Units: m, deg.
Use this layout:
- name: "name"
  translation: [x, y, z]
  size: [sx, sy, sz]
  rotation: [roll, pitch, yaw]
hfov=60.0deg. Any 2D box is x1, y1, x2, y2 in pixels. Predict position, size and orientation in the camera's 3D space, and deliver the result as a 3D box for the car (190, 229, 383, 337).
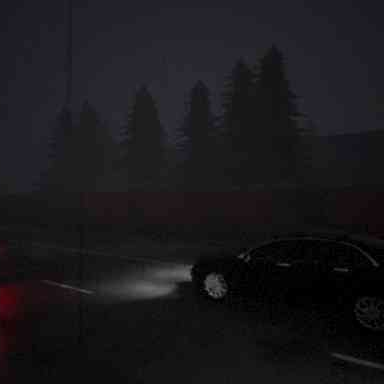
- name: "car"
  translation: [2.200, 1.528, 6.719]
  size: [4.892, 1.490, 1.837]
  rotation: [-2, -1, 36]
